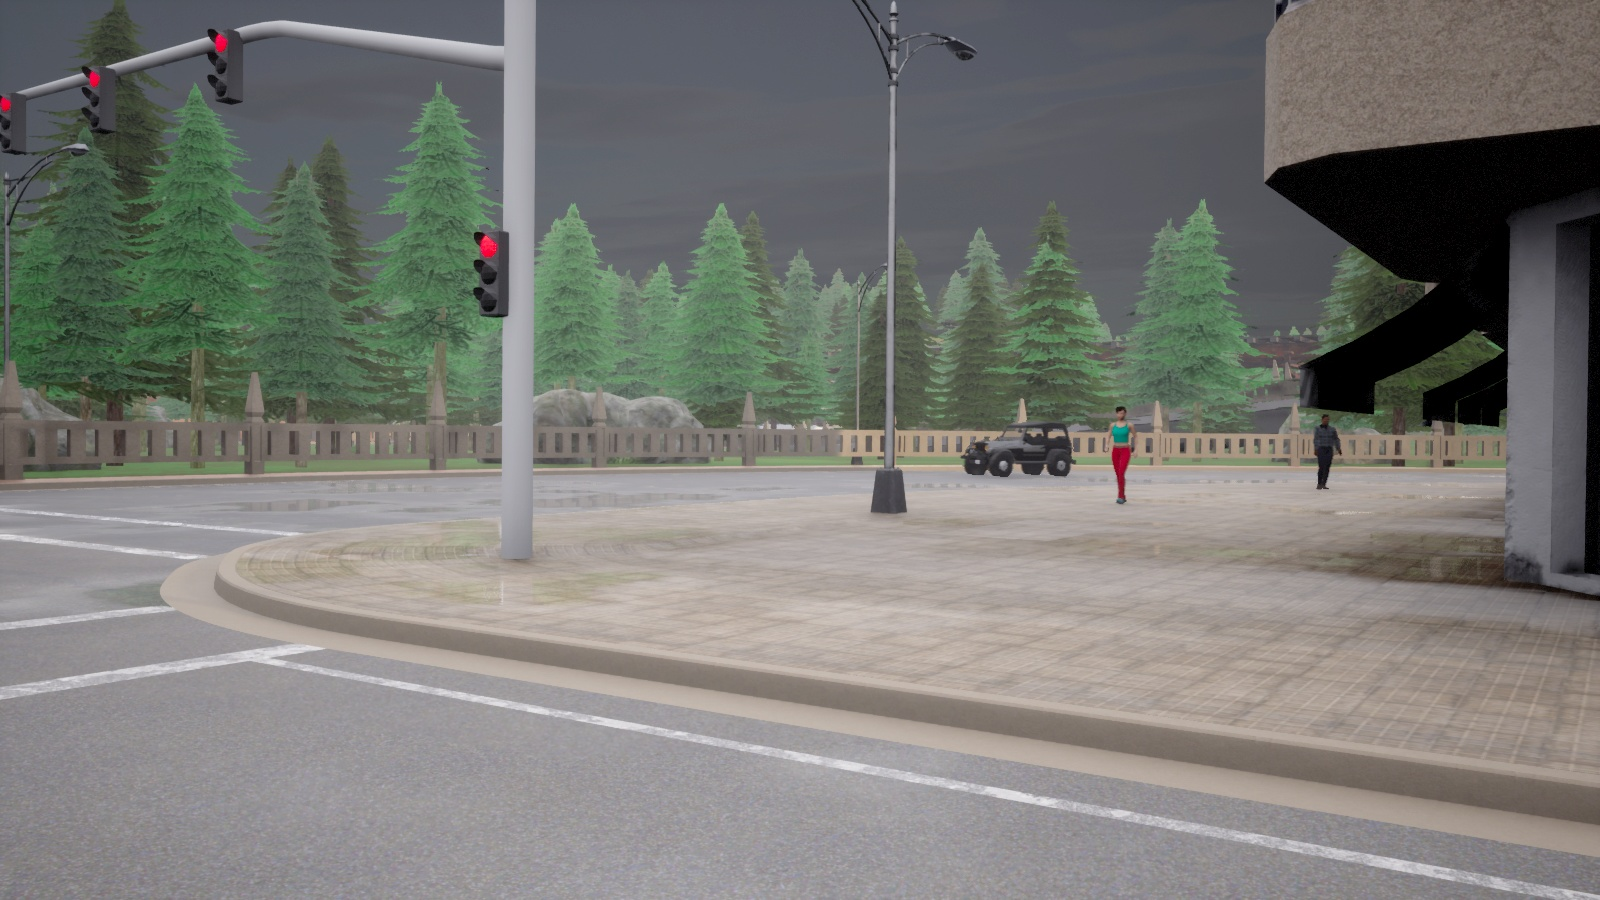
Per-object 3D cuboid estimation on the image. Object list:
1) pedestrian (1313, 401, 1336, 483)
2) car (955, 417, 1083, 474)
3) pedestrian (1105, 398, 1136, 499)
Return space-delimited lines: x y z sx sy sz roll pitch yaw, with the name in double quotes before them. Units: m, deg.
"pedestrian" 12.621 -0.197 30.208 0.423 1.949 0.788 0 1 17
"car" 7.472 -0.181 42.876 3.866 1.878 1.905 -1 1 -24
"pedestrian" 5.923 -0.028 23.187 0.345 1.836 0.594 0 1 36
